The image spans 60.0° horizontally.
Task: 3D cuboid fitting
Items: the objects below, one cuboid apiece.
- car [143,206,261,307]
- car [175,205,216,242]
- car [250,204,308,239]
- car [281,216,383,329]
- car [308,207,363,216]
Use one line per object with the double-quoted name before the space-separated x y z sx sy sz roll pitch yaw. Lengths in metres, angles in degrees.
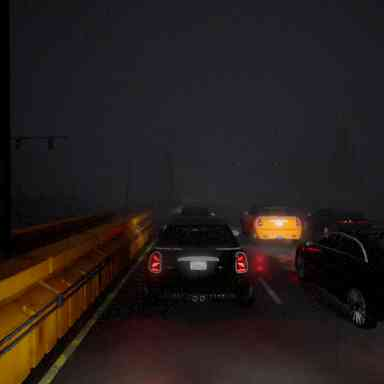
"car" 0.123 1.352 8.138 2.097 1.767 4.553 0 0 0
"car" 0.154 1.505 17.313 1.837 1.490 4.892 0 0 0
"car" 3.651 1.352 16.009 2.097 1.767 4.553 0 0 0
"car" 3.620 1.492 6.898 2.128 1.511 4.902 0 0 0
"car" 7.153 1.505 16.879 1.837 1.490 4.892 0 0 0
